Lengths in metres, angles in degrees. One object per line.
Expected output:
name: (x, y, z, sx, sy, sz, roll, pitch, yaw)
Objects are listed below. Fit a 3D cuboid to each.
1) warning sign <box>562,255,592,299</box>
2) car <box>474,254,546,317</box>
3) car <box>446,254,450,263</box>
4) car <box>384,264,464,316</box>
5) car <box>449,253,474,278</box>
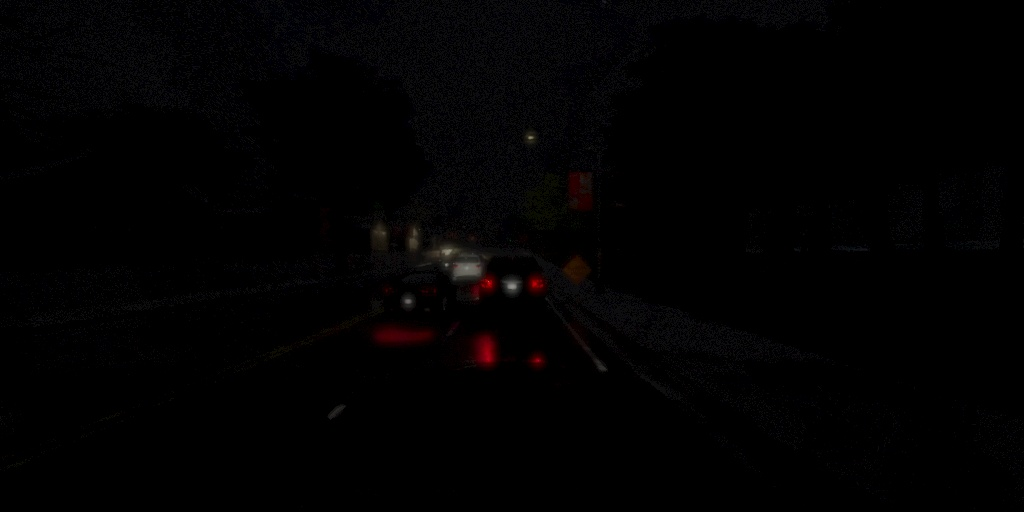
warning sign: (2.849, 0.886, 15.578, 1.300, 1.860, 1.060, 0, 0, 0)
car: (0.029, 0.995, 13.457, 2.150, 2.045, 5.566, 0, 0, 1)
car: (-9.803, 0.261, 60.122, 1.882, 1.535, 5.008, 0, 2, 1)
car: (-3.217, 1.249, 13.635, 1.882, 1.535, 5.008, 0, 0, 0)
car: (-3.223, 0.870, 28.466, 2.150, 2.045, 5.566, 0, 1, 1)
